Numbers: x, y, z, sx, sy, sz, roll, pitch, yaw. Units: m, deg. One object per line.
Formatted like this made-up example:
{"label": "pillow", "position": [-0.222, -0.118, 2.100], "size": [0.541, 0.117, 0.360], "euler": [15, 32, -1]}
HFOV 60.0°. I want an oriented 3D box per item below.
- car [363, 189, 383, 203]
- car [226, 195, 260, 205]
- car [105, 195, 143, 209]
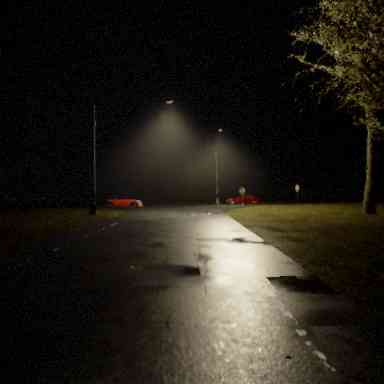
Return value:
{"label": "car", "position": [28.376, 0.617, 49.332], "size": [5.566, 2.045, 2.150], "euler": [-3, -2, -1]}
{"label": "car", "position": [7.472, 1.177, 48.928], "size": [5.008, 1.535, 1.882], "euler": [-1, -2, -1]}
{"label": "car", "position": [-8.459, 1.201, 41.734], "size": [4.553, 1.767, 2.097], "euler": [0, -1, 0]}
